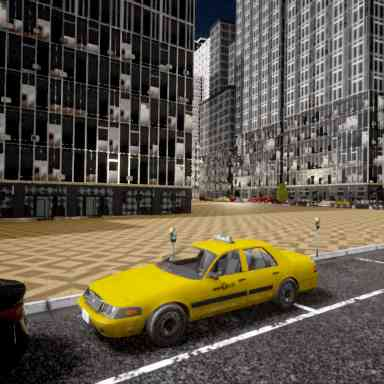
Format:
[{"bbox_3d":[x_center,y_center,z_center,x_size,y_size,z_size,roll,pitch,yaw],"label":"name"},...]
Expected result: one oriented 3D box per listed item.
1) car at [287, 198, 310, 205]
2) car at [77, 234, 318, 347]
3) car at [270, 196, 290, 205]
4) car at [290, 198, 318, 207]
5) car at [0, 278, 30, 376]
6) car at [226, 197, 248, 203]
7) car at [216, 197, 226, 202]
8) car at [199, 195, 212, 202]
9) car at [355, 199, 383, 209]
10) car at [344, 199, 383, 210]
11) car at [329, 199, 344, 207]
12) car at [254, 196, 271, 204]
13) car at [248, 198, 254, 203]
[{"bbox_3d":[21.444,1.929,66.885,2.008,1.369,4.403,1,-1,-22],"label":"car"},{"bbox_3d":[0.401,1.528,6.315,4.829,1.417,1.752,0,1,-35],"label":"car"},{"bbox_3d":[16.263,1.638,58.719,1.967,1.590,4.097,1,-1,-22],"label":"car"},{"bbox_3d":[18.369,1.717,53.538,2.008,1.369,4.403,1,-1,-22],"label":"car"},{"bbox_3d":[-3.964,1.565,3.258,4.313,1.339,1.947,0,1,-36],"label":"car"},{"bbox_3d":[9.939,1.732,74.258,1.967,1.590,4.097,1,-1,-22],"label":"car"},{"bbox_3d":[7.895,1.848,79.279,1.752,1.417,4.829,1,-1,-22],"label":"car"},{"bbox_3d":[3.618,1.701,89.797,2.192,1.841,5.009,1,-1,-22],"label":"car"},{"bbox_3d":[27.770,1.835,51.340,2.008,1.369,4.403,1,-1,-22],"label":"car"},{"bbox_3d":[22.584,1.655,43.179,2.008,1.369,4.403,1,-1,-22],"label":"car"},{"bbox_3d":[25.597,1.842,56.679,1.752,1.417,4.829,1,-1,-22],"label":"car"},{"bbox_3d":[17.230,1.756,77.252,2.192,1.841,5.009,1,-1,-22],"label":"car"},{"bbox_3d":[15.117,2.054,82.431,1.802,1.307,4.206,1,-1,-22],"label":"car"}]
